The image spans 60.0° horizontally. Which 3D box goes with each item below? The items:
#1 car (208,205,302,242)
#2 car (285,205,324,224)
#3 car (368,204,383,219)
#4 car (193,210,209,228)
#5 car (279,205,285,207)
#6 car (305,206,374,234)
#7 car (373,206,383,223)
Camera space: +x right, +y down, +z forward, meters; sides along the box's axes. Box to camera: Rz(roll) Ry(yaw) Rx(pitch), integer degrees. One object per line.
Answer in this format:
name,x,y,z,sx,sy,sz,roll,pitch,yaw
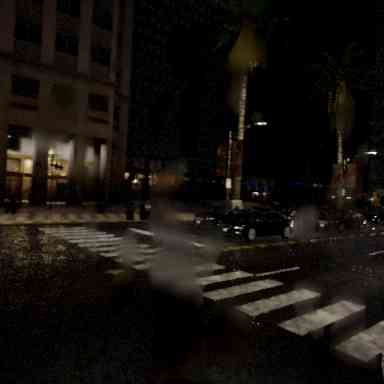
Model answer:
car,3.462,1.671,17.594,4.892,1.490,1.837,3,0,-39
car,10.145,1.855,27.665,4.553,1.767,2.097,3,0,-39
car,25.624,2.641,44.410,4.553,1.767,2.185,3,0,-40
car,2.246,1.594,21.138,4.902,1.511,2.128,3,0,-40
car,8.695,1.941,30.483,4.786,1.482,2.161,3,0,-40
car,10.432,2.012,23.366,4.902,1.511,2.128,3,0,-40
car,19.651,2.464,35.520,5.008,1.535,1.882,3,0,-39
